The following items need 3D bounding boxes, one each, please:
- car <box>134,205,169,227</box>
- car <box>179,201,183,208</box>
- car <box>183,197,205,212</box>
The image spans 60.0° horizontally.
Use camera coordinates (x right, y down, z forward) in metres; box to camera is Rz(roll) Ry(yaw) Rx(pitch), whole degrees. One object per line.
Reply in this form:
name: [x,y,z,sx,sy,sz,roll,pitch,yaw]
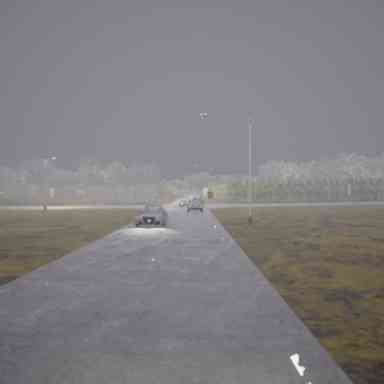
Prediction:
car: [-2.676,1.612,22.875,1.994,1.385,4.181,0,0,0]
car: [0.047,1.512,49.380,2.128,1.511,4.902,0,0,37]
car: [0.325,1.590,38.930,2.033,1.411,5.357,0,0,-1]
